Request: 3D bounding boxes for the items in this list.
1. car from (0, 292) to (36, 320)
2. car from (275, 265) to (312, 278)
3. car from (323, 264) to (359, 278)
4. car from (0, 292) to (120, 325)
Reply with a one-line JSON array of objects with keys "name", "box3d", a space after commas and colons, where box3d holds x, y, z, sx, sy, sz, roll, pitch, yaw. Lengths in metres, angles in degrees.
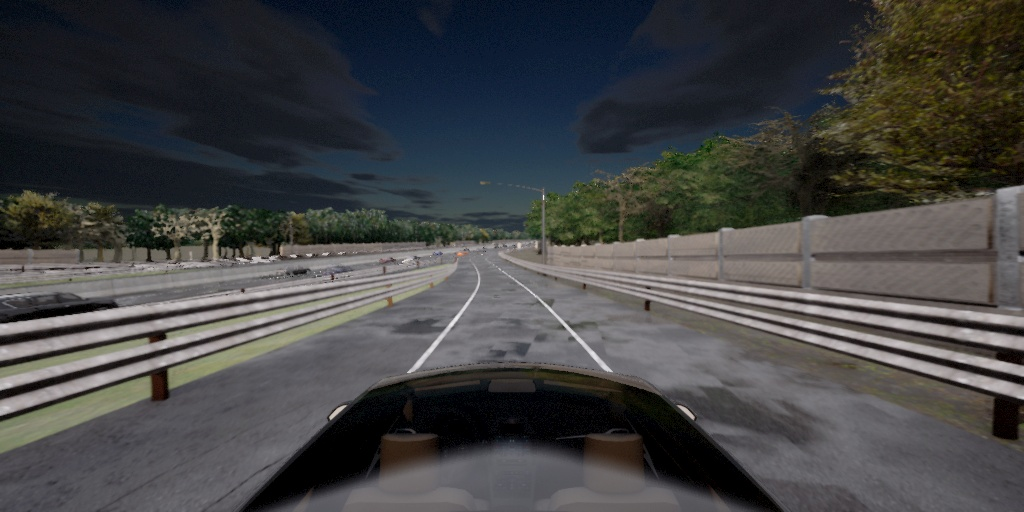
[{"name": "car", "box3d": [-33.346, 3.322, 21.736, 2.128, 1.511, 4.902, 0, 3, 10]}, {"name": "car", "box3d": [-28.766, 1.938, 47.353, 2.128, 1.511, 4.902, 0, 3, 10]}, {"name": "car", "box3d": [-21.875, 1.988, 46.123, 2.033, 1.411, 5.357, 0, 3, 10]}, {"name": "car", "box3d": [-26.452, 3.054, 20.513, 2.150, 2.045, 5.566, 0, 3, 10]}]
